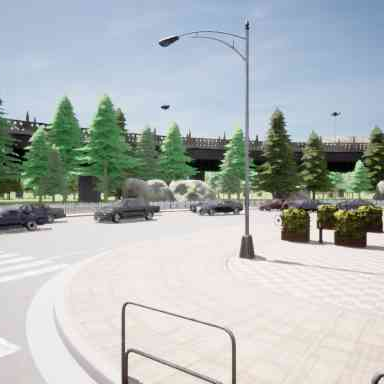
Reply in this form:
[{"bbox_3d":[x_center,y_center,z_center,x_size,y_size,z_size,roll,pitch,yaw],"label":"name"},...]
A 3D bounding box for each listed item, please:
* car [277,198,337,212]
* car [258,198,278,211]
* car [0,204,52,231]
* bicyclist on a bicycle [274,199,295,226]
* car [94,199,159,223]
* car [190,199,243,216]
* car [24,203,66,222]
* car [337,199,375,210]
[{"bbox_3d":[12.450,1.492,36.110,5.357,1.411,2.033,0,0,-12],"label":"car"},{"bbox_3d":[9.958,1.470,38.811,4.674,1.442,1.812,0,0,-15],"label":"car"},{"bbox_3d":[-10.533,1.545,18.200,1.895,1.301,4.718,0,0,36],"label":"car"},{"bbox_3d":[5.535,1.245,19.605,0.582,1.620,1.656,0,0,-44],"label":"bicyclist on a bicycle"},{"bbox_3d":[-5.075,1.297,25.061,2.097,1.767,4.553,0,0,41],"label":"car"},{"bbox_3d":[2.673,1.436,31.952,4.902,1.511,2.128,0,0,-30],"label":"car"},{"bbox_3d":[-11.410,1.492,22.732,2.033,1.411,5.357,0,0,37],"label":"car"},{"bbox_3d":[19.734,1.509,40.189,4.181,1.385,1.994,0,0,0],"label":"car"}]
